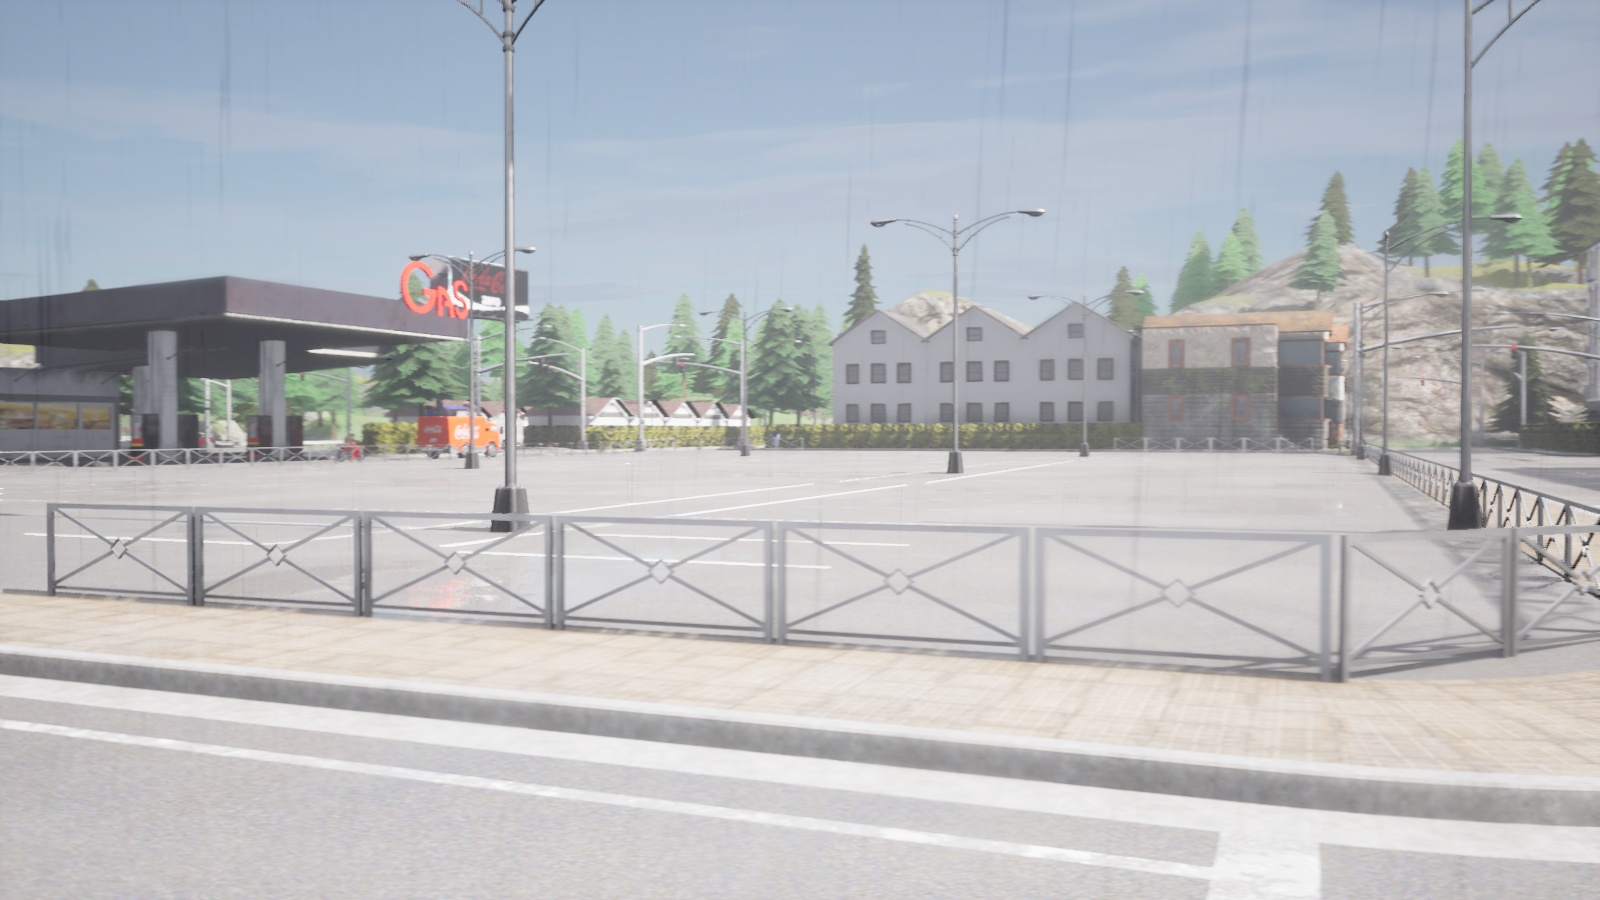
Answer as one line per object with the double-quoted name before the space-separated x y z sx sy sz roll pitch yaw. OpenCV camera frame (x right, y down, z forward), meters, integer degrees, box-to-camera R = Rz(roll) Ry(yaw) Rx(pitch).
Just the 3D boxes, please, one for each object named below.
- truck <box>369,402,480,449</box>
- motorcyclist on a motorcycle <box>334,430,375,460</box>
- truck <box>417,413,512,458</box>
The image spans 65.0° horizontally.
"truck" -28.436 -1.837 95.055 7.936 3.462 2.891 0 2 23
"motorcyclist on a motorcycle" -22.762 -0.263 64.178 0.797 1.523 2.044 1 1 23
"truck" -19.265 -0.830 72.376 2.627 2.467 5.204 1 1 23
